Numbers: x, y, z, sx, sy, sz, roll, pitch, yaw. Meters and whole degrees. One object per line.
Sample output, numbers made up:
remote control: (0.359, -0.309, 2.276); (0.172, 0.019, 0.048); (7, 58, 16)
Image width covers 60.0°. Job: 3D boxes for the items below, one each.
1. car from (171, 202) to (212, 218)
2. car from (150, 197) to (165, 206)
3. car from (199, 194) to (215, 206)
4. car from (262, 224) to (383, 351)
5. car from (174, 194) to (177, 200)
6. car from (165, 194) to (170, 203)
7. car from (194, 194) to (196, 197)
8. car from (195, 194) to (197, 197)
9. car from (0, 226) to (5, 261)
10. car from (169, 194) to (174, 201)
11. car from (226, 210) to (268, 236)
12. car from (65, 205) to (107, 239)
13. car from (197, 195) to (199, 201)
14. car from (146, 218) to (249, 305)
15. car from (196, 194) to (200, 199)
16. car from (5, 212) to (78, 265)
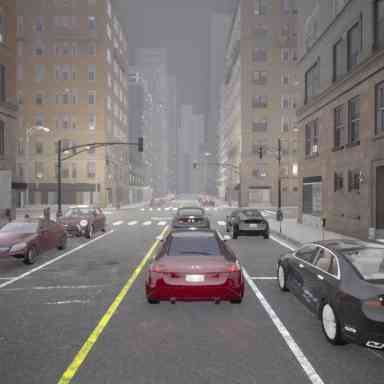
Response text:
car: (-0.046, 1.506, 17.081); (1.837, 1.490, 4.892); (0, 0, 0)
car: (-5.901, 1.618, 54.233); (1.802, 1.307, 4.206); (0, 0, 0)
car: (2.623, 1.476, 54.263); (1.967, 1.590, 4.097); (0, 0, 0)
car: (2.828, 1.551, 6.170); (2.008, 1.369, 4.403); (0, 0, 0)
car: (-6.022, 1.457, 92.093); (2.192, 1.841, 5.009); (0, 0, 0)
car: (-5.935, 1.607, 65.050); (2.008, 1.369, 4.403); (0, 0, 0)
car: (2.502, 1.457, 92.126); (2.192, 1.841, 5.009); (0, 0, 0)
car: (2.520, 1.561, 86.716); (1.967, 1.590, 4.097); (0, 0, 0)
car: (-5.697, 1.566, 6.128); (1.947, 1.339, 4.313); (0, 0, 0)
car: (-5.986, 1.626, 81.106); (1.752, 1.417, 4.829); (0, 0, 0)
car: (2.774, 1.567, 17.173); (1.947, 1.339, 4.313); (0, 0, 0)
car: (-5.752, 1.441, 17.131); (1.967, 1.590, 4.097); (0, 0, 0)
car: (2.590, 1.607, 65.080); (2.008, 1.369, 4.403); (0, 0, 0)
car: (0.042, 1.564, 8.168); (1.994, 1.385, 4.181); (0, 0, -1)
car: (2.555, 1.524, 75.898); (1.967, 1.590, 4.097); (0, 0, 0)
car: (-5.724, 1.582, 11.629); (1.802, 1.307, 4.206); (0, 0, 0)
